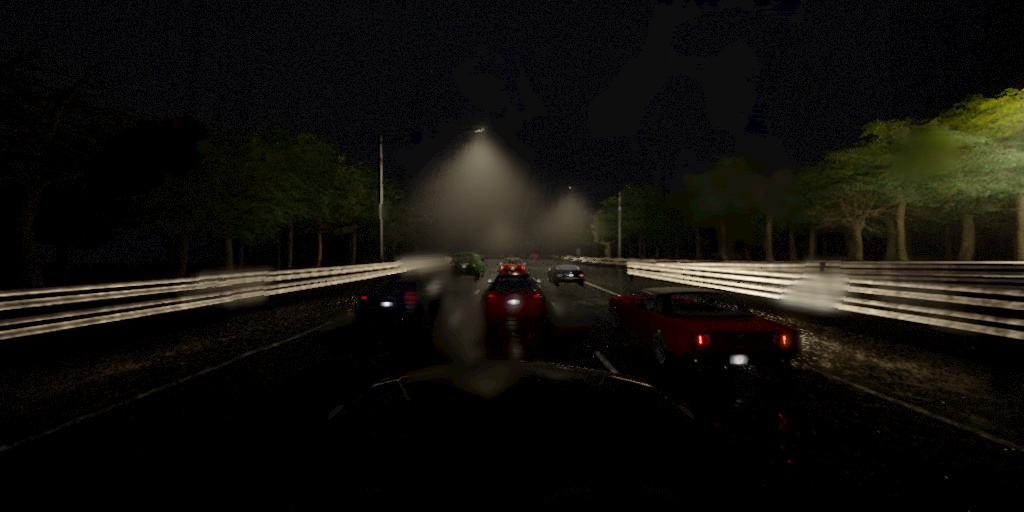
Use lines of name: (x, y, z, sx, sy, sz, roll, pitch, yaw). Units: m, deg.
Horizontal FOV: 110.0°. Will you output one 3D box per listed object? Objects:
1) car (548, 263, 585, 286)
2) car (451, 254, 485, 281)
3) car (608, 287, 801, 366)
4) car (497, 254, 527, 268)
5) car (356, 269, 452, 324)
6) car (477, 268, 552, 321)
car: (3.558, 1.182, 24.037, 2.033, 1.411, 5.357, 0, 0, 0)
car: (-3.436, 0.820, 28.383, 2.150, 2.045, 5.566, 0, 1, 0)
car: (3.571, 1.330, 7.843, 1.895, 1.301, 4.718, 0, 0, 0)
car: (0.060, 0.944, 29.057, 2.097, 1.767, 4.553, 0, 1, 0)
car: (-3.425, 1.275, 11.803, 1.994, 1.385, 4.181, 0, 0, 0)
car: (0.076, 1.274, 12.282, 1.994, 1.385, 4.181, 0, 0, 0)
